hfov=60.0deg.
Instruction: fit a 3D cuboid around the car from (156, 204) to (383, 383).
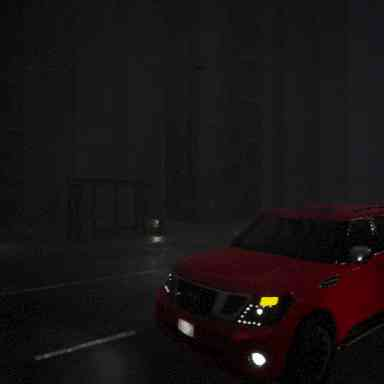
[{"bbox_3d":[2.121,1.256,5.619,5.566,2.045,2.150,0,0,-37],"label":"car"}]
